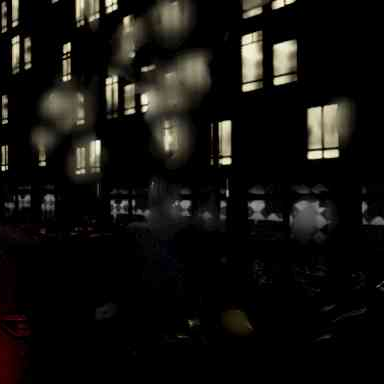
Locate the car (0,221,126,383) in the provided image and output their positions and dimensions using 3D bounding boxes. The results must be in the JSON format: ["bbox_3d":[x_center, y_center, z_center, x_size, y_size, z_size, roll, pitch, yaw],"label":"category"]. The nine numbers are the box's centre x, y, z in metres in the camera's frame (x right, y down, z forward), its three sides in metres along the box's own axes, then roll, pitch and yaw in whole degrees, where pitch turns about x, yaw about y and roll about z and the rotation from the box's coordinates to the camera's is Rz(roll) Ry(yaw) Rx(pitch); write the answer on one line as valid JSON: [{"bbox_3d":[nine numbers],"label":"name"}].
[{"bbox_3d":[-2.854,1.369,4.902,5.009,1.841,2.192,-1,0,35],"label":"car"}]

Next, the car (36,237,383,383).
[{"bbox_3d":[1.644,1.310,1.696,5.009,1.841,2.192,-1,0,35],"label":"car"}]
